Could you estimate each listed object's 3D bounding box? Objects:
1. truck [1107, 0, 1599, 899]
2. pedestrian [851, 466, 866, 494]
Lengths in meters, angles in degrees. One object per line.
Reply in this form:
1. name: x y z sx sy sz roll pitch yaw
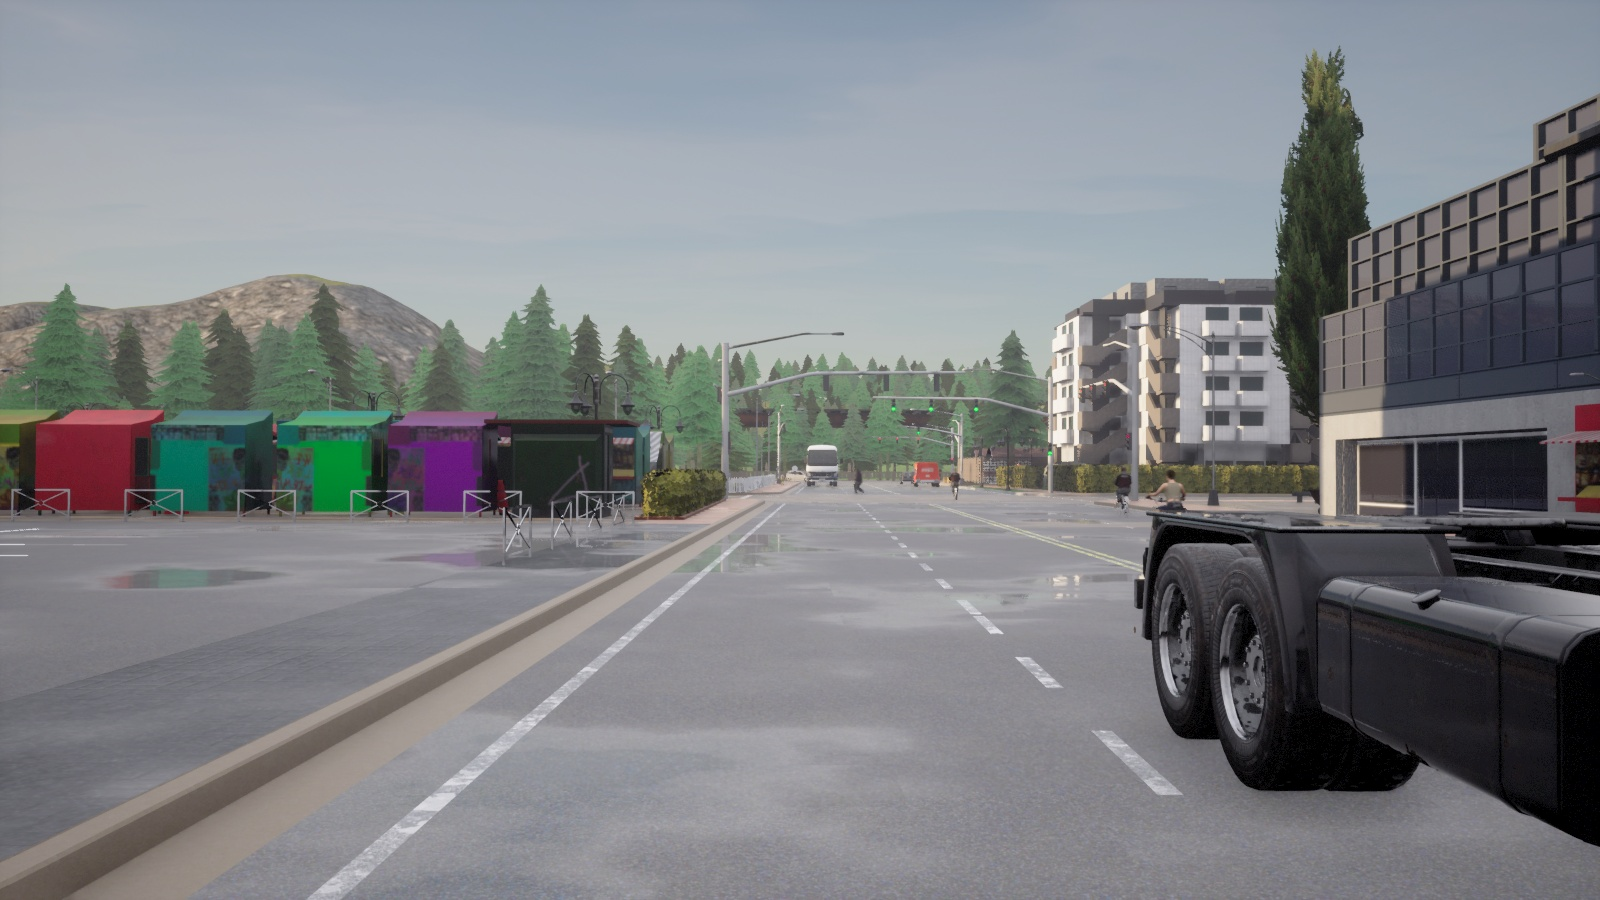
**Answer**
1. truck: 3.537 -0.102 4.747 2.891 3.462 7.936 0 -1 1
2. pedestrian: 3.886 1.996 83.902 0.899 1.844 0.634 0 -1 -7
